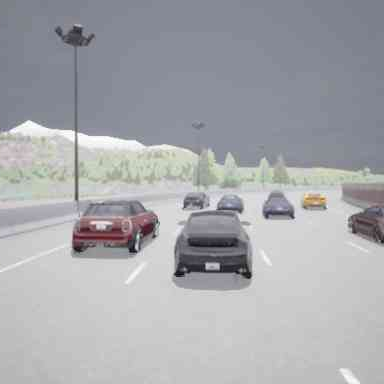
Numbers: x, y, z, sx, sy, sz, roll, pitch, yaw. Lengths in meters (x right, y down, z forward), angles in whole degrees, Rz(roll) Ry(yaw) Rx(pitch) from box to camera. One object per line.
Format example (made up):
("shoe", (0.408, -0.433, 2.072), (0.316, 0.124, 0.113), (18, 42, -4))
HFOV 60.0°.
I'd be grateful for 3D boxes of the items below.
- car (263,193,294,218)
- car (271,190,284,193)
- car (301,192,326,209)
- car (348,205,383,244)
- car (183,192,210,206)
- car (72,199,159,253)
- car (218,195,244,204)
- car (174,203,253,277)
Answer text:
("car", (6.047, 1.003, 23.517), (1.994, 1.385, 4.181), (0, 1, 11))
("car", (10.582, 0.529, 40.986), (1.837, 1.490, 4.892), (0, 1, 18))
("car", (11.344, 0.738, 31.233), (1.882, 1.535, 5.008), (0, 1, 14))
("car", (8.082, 1.240, 13.760), (1.994, 1.385, 4.181), (0, 1, 7))
("car", (0.490, 0.757, 30.994), (1.837, 1.490, 4.892), (0, 1, 13))
("car", (-2.608, 1.047, 12.369), (2.097, 1.767, 4.553), (0, 1, 5))
("car", (3.175, 0.915, 27.006), (1.994, 1.385, 4.181), (0, 1, 11))
("car", (0.621, 1.274, 9.476), (1.837, 1.490, 4.892), (0, 1, 4))
